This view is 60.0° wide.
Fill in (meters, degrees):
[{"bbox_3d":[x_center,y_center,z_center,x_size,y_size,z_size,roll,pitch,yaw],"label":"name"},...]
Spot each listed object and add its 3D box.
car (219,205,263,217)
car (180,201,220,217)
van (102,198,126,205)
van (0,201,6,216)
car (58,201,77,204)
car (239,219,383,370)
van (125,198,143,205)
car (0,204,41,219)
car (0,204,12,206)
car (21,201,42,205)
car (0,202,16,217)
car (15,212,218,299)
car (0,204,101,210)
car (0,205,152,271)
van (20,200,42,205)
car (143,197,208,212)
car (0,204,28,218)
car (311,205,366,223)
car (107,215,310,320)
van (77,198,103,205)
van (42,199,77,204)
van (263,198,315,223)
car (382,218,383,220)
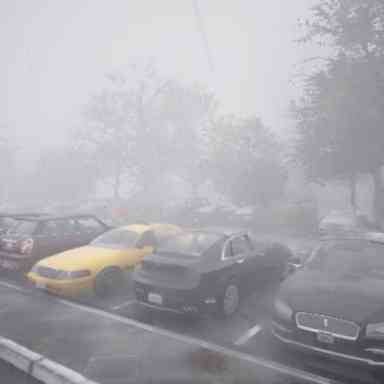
[{"bbox_3d":[3.981,1.647,21.447,2.002,1.452,4.674,-1,0,36],"label":"car"},{"bbox_3d":[1.726,1.640,23.059,2.097,1.535,5.008,-1,0,36],"label":"car"},{"bbox_3d":[-4.959,1.512,28.000,1.878,1.987,4.442,-1,0,36],"label":"van"},{"bbox_3d":[-27.454,2.221,44.123,1.878,1.987,4.442,-2,-1,36],"label":"van"},{"bbox_3d":[-9.509,1.829,31.124,2.097,1.535,5.008,-2,-1,36],"label":"car"},{"bbox_3d":[3.036,1.514,6.042,2.231,1.521,4.892,-1,0,36],"label":"car"},{"bbox_3d":[-2.809,1.481,26.460,1.878,1.987,4.442,-1,0,36],"label":"van"},{"bbox_3d":[-20.767,2.215,39.181,2.097,1.535,5.008,-2,-1,36],"label":"car"},{"bbox_3d":[-18.517,2.139,37.567,2.231,1.521,4.892,-2,-1,36],"label":"car"},{"bbox_3d":[-14.119,1.981,34.195,1.946,1.575,5.366,-2,-1,36],"label":"car"},{"bbox_3d":[-25.288,2.244,42.388,2.185,1.767,4.553,-2,-1,36],"label":"car"},{"bbox_3d":[-1.588,1.576,9.120,1.946,1.575,5.366,-1,0,36],"label":"car"},{"bbox_3d":[-6.012,1.518,12.481,2.185,1.767,4.553,-1,0,36],"label":"car"},{"bbox_3d":[-3.756,1.486,10.864,2.185,1.767,4.553,-1,0,36],"label":"car"},{"bbox_3d":[-16.200,1.835,36.057,1.878,1.987,4.442,-2,-1,36],"label":"van"},{"bbox_3d":[-0.642,1.423,24.728,2.435,2.045,5.566,-1,0,36],"label":"car"},{"bbox_3d":[-23.120,2.296,40.867,2.097,1.535,5.008,-2,-1,36],"label":"car"},{"bbox_3d":[8.384,1.584,18.297,2.002,1.452,4.674,-1,0,36],"label":"car"},{"bbox_3d":[0.773,1.547,7.649,2.231,1.521,4.892,-1,0,36],"label":"car"},{"bbox_3d":[-7.454,1.546,29.502,1.878,1.987,4.442,-1,-1,36],"label":"van"},{"bbox_3d":[-11.836,1.681,32.641,1.878,1.987,4.442,-2,-1,36],"label":"van"},{"bbox_3d":[6.196,1.350,20.005,1.878,1.987,4.442,-1,0,36],"label":"van"},{"bbox_3d":[10.732,1.509,16.604,2.097,1.535,5.008,-1,0,36],"label":"car"}]
